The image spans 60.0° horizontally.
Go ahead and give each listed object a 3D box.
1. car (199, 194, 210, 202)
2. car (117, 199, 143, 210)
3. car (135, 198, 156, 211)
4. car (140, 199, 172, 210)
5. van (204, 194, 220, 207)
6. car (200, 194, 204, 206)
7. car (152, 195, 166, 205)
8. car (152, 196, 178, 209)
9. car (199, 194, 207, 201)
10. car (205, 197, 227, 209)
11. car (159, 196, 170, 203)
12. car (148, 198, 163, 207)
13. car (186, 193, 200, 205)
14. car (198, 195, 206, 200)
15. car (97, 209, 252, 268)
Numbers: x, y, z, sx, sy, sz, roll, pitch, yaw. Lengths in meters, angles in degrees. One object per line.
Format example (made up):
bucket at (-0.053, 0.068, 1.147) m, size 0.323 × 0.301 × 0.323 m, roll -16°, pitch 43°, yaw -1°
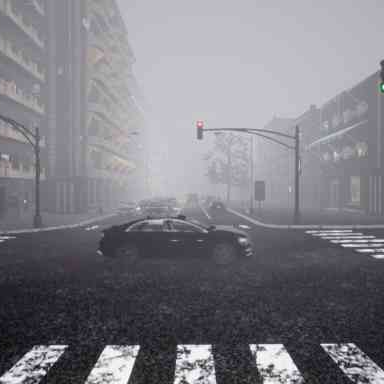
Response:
car at (2.708, 1.280, 74.410) m, size 2.192 × 1.841 × 5.009 m, roll 0°, pitch 0°, yaw 0°
car at (-5.684, 1.542, 30.151) m, size 2.008 × 1.369 × 4.403 m, roll 0°, pitch 0°, yaw 0°
car at (-5.680, 1.531, 41.218) m, size 1.887 × 1.381 × 4.507 m, roll 0°, pitch 0°, yaw 0°
car at (-3.100, 1.556, 29.311) m, size 1.994 × 1.385 × 4.181 m, roll 0°, pitch 0°, yaw -1°
van at (2.698, 1.327, 41.208) m, size 1.690 × 1.788 × 3.998 m, roll 0°, pitch 0°, yaw 0°
car at (2.702, 1.420, 52.276) m, size 1.967 × 1.590 × 4.097 m, roll 0°, pitch 0°, yaw 0°
car at (-5.677, 1.417, 57.819) m, size 1.967 × 1.590 × 4.097 m, roll 0°, pitch 0°, yaw 0°
car at (-3.087, 1.535, 38.659) m, size 2.033 × 1.411 × 5.357 m, roll 0°, pitch 0°, yaw 0°
car at (2.712, 1.396, 85.476) m, size 1.967 × 1.590 × 4.097 m, roll 0°, pitch 0°, yaw 0°
car at (2.698, 1.555, 35.675) m, size 1.947 × 1.339 × 4.313 m, roll 0°, pitch 0°, yaw 0°
car at (-5.672, 1.551, 68.886) m, size 1.802 × 1.307 × 4.206 m, roll 0°, pitch 0°, yaw 0°
car at (-5.677, 1.562, 52.286) m, size 1.802 × 1.307 × 4.206 m, roll 0°, pitch 0°, yaw 0°
car at (0.117, 1.198, 59.018) m, size 2.150 × 2.045 × 5.566 m, roll 0°, pitch 0°, yaw 0°
car at (2.715, 1.496, 91.010) m, size 1.887 × 1.381 × 4.507 m, roll 0°, pitch 0°, yaw 0°
car at (-0.542, 1.487, 10.806) m, size 4.902 × 1.511 × 2.128 m, roll -1°, pitch 1°, yaw -1°
